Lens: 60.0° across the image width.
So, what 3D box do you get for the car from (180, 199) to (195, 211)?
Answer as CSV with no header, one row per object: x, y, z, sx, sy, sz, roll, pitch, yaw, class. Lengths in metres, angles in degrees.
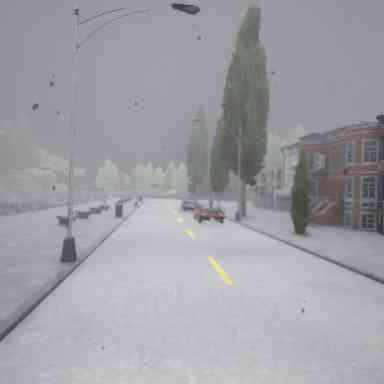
-0.262,1.481,39.259,1.994,1.385,4.181,2,0,-6,car

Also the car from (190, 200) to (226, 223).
1.206,1.590,25.377,1.895,1.301,4.718,2,0,-6,car
